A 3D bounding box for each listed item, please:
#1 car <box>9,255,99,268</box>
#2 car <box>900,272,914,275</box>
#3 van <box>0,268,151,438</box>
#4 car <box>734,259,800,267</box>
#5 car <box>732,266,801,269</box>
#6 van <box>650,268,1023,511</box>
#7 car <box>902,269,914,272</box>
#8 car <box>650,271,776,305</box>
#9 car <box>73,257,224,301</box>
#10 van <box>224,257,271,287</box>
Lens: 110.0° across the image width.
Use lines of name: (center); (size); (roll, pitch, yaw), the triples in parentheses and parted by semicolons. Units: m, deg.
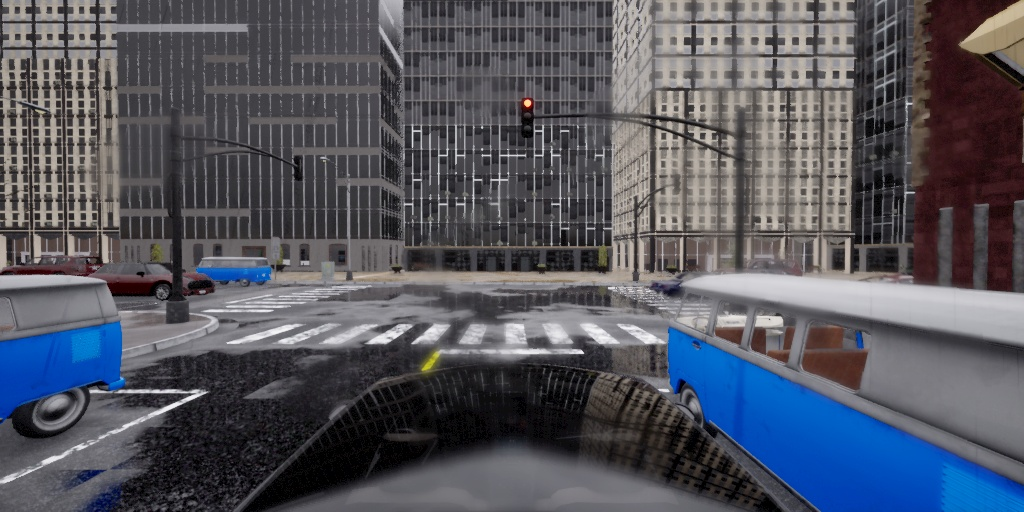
car: (-28.292, 0.875, 22.254); (5.009, 1.841, 2.192); (0, 0, 0)
car: (15.129, 1.437, 13.810); (4.507, 1.381, 1.888); (0, 0, 0)
van: (-5.695, 1.090, 2.786); (1.690, 1.789, 3.998); (0, 0, 0)
car: (15.143, 1.089, 22.190); (5.009, 1.841, 2.192); (0, 0, 0)
car: (13.636, 1.404, 19.586); (4.718, 1.301, 1.895); (0, 1, 0)
van: (2.686, 1.090, 2.795); (1.690, 1.789, 3.998); (0, 0, 0)
car: (24.599, 1.082, 19.569); (5.566, 2.045, 2.150); (0, 1, 0)
car: (9.022, 1.424, 16.397); (4.718, 1.301, 1.895); (0, 1, 0)
car: (-16.428, 1.049, 16.433); (4.553, 1.767, 2.097); (0, 1, 0)
van: (-17.246, 0.951, 22.238); (3.998, 1.789, 1.690); (0, 0, 0)
